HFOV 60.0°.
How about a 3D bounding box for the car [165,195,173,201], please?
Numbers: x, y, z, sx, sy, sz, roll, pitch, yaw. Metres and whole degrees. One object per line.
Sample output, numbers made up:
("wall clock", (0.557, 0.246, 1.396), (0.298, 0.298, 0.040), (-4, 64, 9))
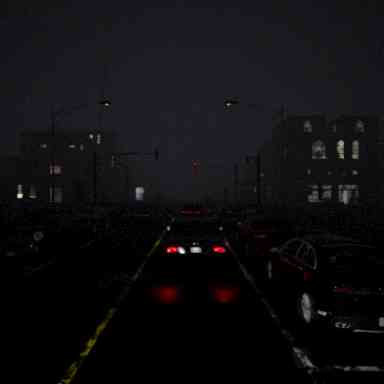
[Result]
("car", (-5.703, 1.416, 83.653), (1.752, 1.417, 4.829), (0, 0, 0))

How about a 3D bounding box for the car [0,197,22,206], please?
("car", (-25.460, 1.380, 44.598), (4.829, 1.417, 1.752), (0, 0, 1))

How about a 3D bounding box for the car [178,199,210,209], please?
("car", (0.095, 1.472, 23.607), (1.837, 1.490, 4.892), (0, 0, 0))

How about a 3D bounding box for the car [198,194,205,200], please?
("car", (2.677, 1.320, 94.854), (1.967, 1.590, 4.097), (0, 0, 0))

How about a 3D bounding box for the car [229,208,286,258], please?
("car", (2.692, 1.528, 12.427), (1.887, 1.381, 4.507), (0, 0, 0))

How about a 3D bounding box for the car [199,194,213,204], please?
("car", (2.683, 1.491, 56.201), (1.947, 1.339, 4.313), (0, 0, 0))

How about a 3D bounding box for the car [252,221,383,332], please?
("car", (2.693, 1.542, 6.735), (2.008, 1.369, 4.403), (0, 0, 0))

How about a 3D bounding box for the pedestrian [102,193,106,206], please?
("pedestrian", (-12.561, 1.065, 47.345), (0.375, 1.860, 0.375), (0, 0, 1))

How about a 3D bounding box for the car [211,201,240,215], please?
("car", (2.690, 1.518, 23.811), (2.008, 1.369, 4.403), (0, 0, 0))

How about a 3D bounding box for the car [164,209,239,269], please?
("car", (0.096, 1.532, 11.061), (2.033, 1.411, 5.357), (0, 0, 0))

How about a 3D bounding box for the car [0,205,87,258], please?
("car", (-5.688, 1.422, 12.442), (1.967, 1.590, 4.097), (0, 0, 0))

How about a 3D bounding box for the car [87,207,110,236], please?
("car", (-5.690, 1.525, 18.135), (2.008, 1.369, 4.403), (0, 0, 0))

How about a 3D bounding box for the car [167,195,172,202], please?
("car", (-5.700, 1.461, 67.256), (2.008, 1.369, 4.403), (0, 0, 0))

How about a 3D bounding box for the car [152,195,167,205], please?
("car", (-5.697, 1.506, 56.213), (1.802, 1.307, 4.206), (0, 0, 0))

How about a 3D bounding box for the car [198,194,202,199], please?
("car", (2.681, 1.493, 67.244), (1.802, 1.307, 4.206), (0, 0, 0))
